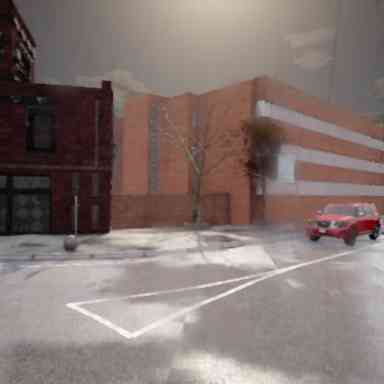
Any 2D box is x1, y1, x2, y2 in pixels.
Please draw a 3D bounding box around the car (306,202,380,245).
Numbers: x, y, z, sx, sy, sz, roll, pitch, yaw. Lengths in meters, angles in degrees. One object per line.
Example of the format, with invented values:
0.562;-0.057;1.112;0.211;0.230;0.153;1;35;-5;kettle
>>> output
8.397;1.603;18.187;5.566;2.045;2.150;1;-1;-43;car
